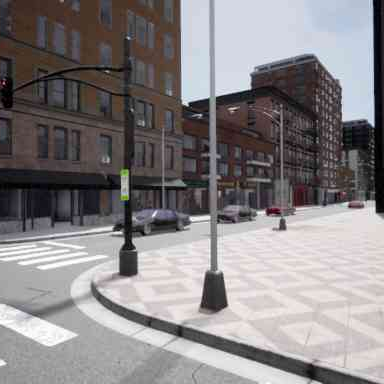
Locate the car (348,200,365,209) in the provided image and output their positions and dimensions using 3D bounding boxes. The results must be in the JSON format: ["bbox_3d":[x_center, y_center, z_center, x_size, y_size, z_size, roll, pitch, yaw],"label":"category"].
[{"bbox_3d":[27.457,2.058,55.600,1.994,1.385,4.181,-1,-1,36],"label":"car"}]

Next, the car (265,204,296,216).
[{"bbox_3d":[9.745,1.927,36.468,1.895,1.301,4.718,-1,-1,36],"label":"car"}]

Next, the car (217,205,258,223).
[{"bbox_3d":[3.728,1.790,28.142,2.033,1.411,5.357,-1,-1,35],"label":"car"}]

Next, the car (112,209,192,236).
[{"bbox_3d":[-2.181,1.706,19.936,2.033,1.411,5.357,-1,-1,36],"label":"car"}]
